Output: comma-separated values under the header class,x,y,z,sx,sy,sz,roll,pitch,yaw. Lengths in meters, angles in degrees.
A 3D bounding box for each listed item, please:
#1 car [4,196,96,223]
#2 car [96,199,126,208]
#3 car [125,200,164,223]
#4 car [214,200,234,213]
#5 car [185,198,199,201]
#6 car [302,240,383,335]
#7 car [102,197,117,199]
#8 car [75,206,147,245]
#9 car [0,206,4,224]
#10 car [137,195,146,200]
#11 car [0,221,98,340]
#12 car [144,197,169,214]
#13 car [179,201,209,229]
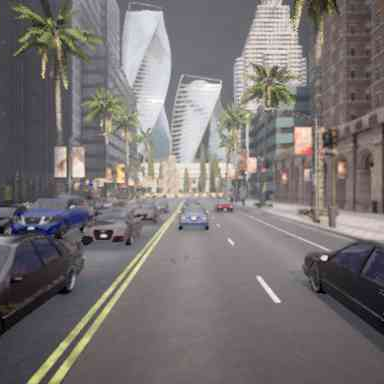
class,x,y,z,sx,sy,sz,roll,pitch,yaw
car,-6.991,1.219,17.240,2.150,2.045,5.566,0,0,0
car,-6.981,1.560,27.180,1.994,1.385,4.181,0,0,0
car,-3.485,1.560,25.085,1.994,1.385,4.181,0,0,0
car,3.529,1.595,37.611,1.895,1.301,4.718,0,0,-1
car,0.011,1.557,46.440,1.994,1.385,4.181,0,0,0
car,3.603,1.547,5.695,2.033,1.411,5.357,0,0,0
car,-10.097,1.348,40.246,2.185,1.767,4.553,0,0,-1
car,-3.516,1.562,15.320,1.994,1.385,4.181,0,0,1
car,-10.180,1.511,18.314,2.161,1.482,4.786,0,0,-1
car,-10.387,1.471,69.619,2.231,1.521,4.892,0,0,-1
car,-3.577,1.547,6.081,2.033,1.411,5.357,0,0,0
car,-3.460,1.486,35.526,2.128,1.511,4.902,0,0,0
car,0.112,1.544,21.502,2.033,1.411,5.357,0,0,0
